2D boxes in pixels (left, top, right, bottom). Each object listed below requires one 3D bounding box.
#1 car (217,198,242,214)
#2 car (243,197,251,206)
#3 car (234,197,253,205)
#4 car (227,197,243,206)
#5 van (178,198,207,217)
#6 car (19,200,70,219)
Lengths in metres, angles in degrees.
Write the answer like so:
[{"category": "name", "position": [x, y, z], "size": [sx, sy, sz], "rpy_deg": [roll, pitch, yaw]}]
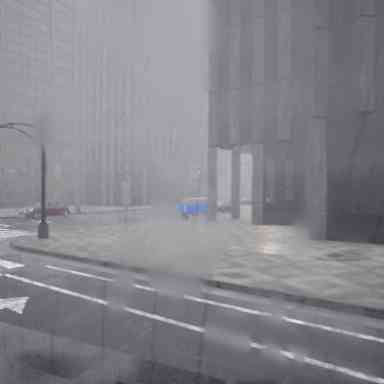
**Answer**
[{"category": "car", "position": [3.508, 1.694, 37.557], "size": [1.802, 1.307, 4.206], "rpy_deg": [1, 0, 36]}, {"category": "car", "position": [9.886, 1.655, 56.233], "size": [1.895, 1.301, 4.718], "rpy_deg": [1, 0, 36]}, {"category": "car", "position": [9.334, 1.615, 60.188], "size": [1.802, 1.307, 4.206], "rpy_deg": [1, 0, 36]}, {"category": "car", "position": [6.150, 1.573, 55.777], "size": [1.887, 1.381, 4.507], "rpy_deg": [1, 0, 36]}, {"category": "van", "position": [0.323, 1.460, 33.144], "size": [1.690, 1.788, 3.998], "rpy_deg": [1, 0, 36]}, {"category": "car", "position": [-12.961, 1.498, 29.313], "size": [1.967, 1.590, 4.097], "rpy_deg": [1, 0, 36]}]
